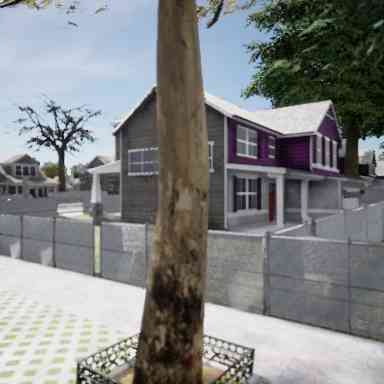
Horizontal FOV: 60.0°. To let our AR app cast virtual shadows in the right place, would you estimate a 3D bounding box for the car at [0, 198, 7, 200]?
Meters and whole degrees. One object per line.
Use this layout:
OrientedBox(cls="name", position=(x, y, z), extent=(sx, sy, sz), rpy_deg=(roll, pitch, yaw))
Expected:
OrientedBox(cls="car", position=(-18.382, 1.185, 29.213), extent=(2.128, 1.511, 4.902), rpy_deg=(0, 2, 36))
